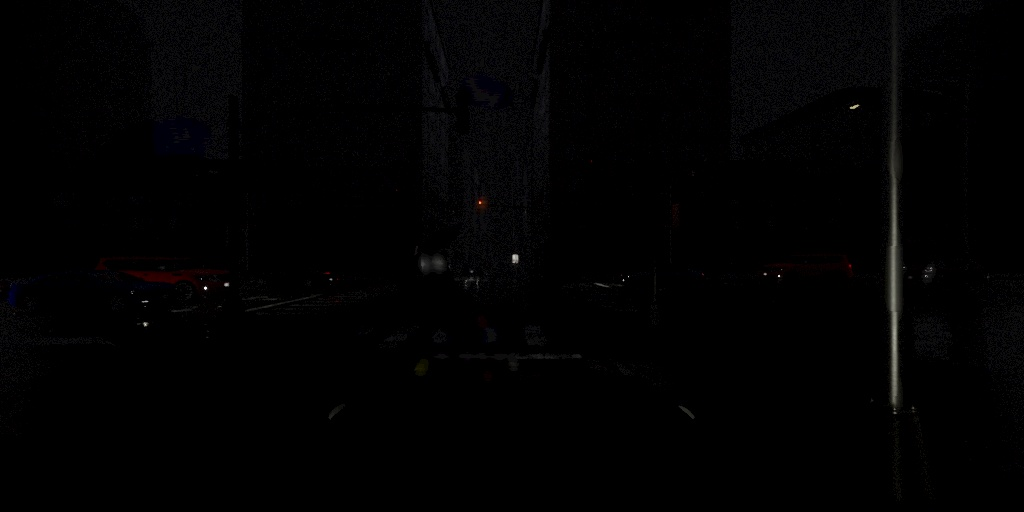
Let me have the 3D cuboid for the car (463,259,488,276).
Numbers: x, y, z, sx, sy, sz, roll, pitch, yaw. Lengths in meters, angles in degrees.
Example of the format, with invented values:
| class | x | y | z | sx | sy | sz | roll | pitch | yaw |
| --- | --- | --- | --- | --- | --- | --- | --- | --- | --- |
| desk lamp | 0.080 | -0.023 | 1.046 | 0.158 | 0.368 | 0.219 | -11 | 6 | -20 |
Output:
| class | x | y | z | sx | sy | sz | roll | pitch | yaw |
| --- | --- | --- | --- | --- | --- | --- | --- | --- | --- |
| car | -3.935 | 1.260 | 36.886 | 2.128 | 1.511 | 4.902 | 0 | 0 | -2 |

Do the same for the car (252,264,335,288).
| class | x | y | z | sx | sy | sz | roll | pitch | yaw |
| --- | --- | --- | --- | --- | --- | --- | --- | --- | --- |
| car | -14.325 | 1.299 | 23.554 | 4.892 | 1.490 | 1.837 | 0 | 1 | -1 |

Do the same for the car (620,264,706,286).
| class | x | y | z | sx | sy | sz | roll | pitch | yaw |
| --- | --- | --- | --- | --- | --- | --- | --- | --- | --- |
| car | 10.235 | 1.244 | 24.477 | 5.357 | 1.411 | 2.033 | 0 | 0 | -2 |

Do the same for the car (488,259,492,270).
| class | x | y | z | sx | sy | sz | roll | pitch | yaw |
| --- | --- | --- | --- | --- | --- | --- | --- | --- | --- |
| car | -4.410 | 1.387 | 54.072 | 1.895 | 1.301 | 4.718 | 0 | 0 | -2 |

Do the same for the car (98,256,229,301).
| class | x | y | z | sx | sy | sz | roll | pitch | yaw |
| --- | --- | --- | --- | --- | --- | --- | --- | --- | --- |
| car | -16.343 | 1.027 | 16.968 | 5.566 | 2.045 | 2.150 | 0 | 0 | -2 |

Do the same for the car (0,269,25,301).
| class | x | y | z | sx | sy | sz | roll | pitch | yaw |
| --- | --- | --- | --- | --- | --- | --- | --- | --- | --- |
| car | -26.265 | 1.368 | 16.663 | 4.674 | 1.442 | 1.812 | 0 | 0 | -1 |

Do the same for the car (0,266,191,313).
| class | x | y | z | sx | sy | sz | roll | pitch | yaw |
| --- | --- | --- | --- | --- | --- | --- | --- | --- | --- |
| car | -15.784 | 1.280 | 13.733 | 5.008 | 1.535 | 1.882 | 0 | 0 | -2 |

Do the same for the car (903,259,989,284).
| class | x | y | z | sx | sy | sz | roll | pitch | yaw |
| --- | --- | --- | --- | --- | --- | --- | --- | --- | --- |
| car | 30.086 | 0.982 | 25.070 | 4.553 | 1.767 | 2.097 | 0 | 0 | -2 |

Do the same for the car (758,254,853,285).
| class | x | y | z | sx | sy | sz | roll | pitch | yaw |
| --- | --- | --- | --- | --- | --- | --- | --- | --- | --- |
| car | 20.193 | 0.883 | 24.778 | 5.566 | 2.045 | 2.150 | 0 | 0 | -2 |
